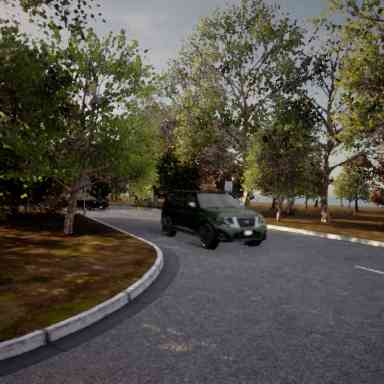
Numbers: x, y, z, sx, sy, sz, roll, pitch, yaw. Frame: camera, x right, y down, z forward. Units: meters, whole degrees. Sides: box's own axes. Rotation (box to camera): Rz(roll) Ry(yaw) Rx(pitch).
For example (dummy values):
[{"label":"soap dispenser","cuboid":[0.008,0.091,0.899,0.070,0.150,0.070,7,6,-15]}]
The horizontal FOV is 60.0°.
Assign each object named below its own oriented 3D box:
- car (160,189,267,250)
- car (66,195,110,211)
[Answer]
[{"label":"car","cuboid":[0.577,0.940,13.346,2.150,2.045,5.566,1,0,-28]},{"label":"car","cuboid":[-9.738,0.973,30.545,4.718,1.301,1.895,1,0,36]}]
